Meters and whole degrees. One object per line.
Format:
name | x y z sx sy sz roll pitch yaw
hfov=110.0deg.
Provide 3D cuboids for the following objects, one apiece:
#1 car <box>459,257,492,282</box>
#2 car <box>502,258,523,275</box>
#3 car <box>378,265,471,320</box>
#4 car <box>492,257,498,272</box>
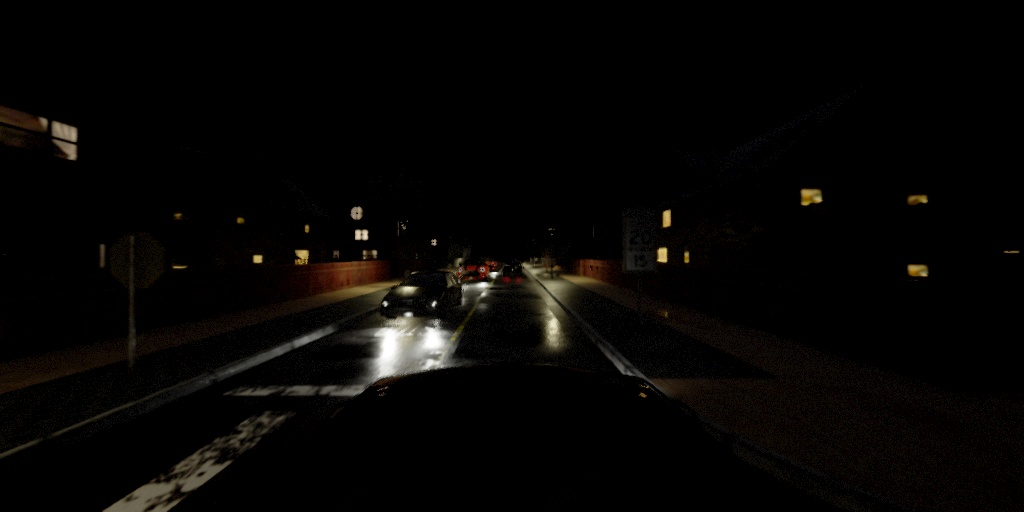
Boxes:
car | -2.867 0.962 27.315 2.097 1.767 4.553 0 0 0
car | 0.068 1.073 36.086 2.128 1.511 4.902 0 0 0
car | -2.857 1.225 12.553 2.033 1.411 5.357 0 0 0
car | -2.823 0.920 42.080 2.097 1.767 4.553 0 0 0
